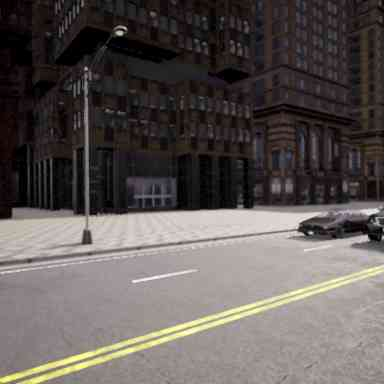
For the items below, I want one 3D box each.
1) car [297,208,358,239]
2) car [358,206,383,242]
[{"bbox_3d":[7.884,1.583,17.722,5.357,1.411,2.033,0,0,-37],"label":"car"},{"bbox_3d":[10.295,1.229,15.466,5.566,2.045,2.150,0,0,-37],"label":"car"}]
